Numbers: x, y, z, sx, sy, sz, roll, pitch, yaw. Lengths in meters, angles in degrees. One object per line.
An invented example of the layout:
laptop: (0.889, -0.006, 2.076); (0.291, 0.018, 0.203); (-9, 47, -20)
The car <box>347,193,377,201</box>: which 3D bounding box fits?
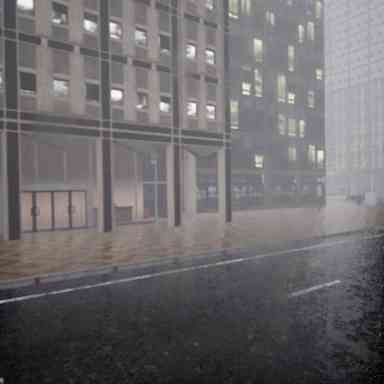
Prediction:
car: (27.333, 0.836, 53.716); (1.887, 1.381, 4.507); (-1, 1, -34)
